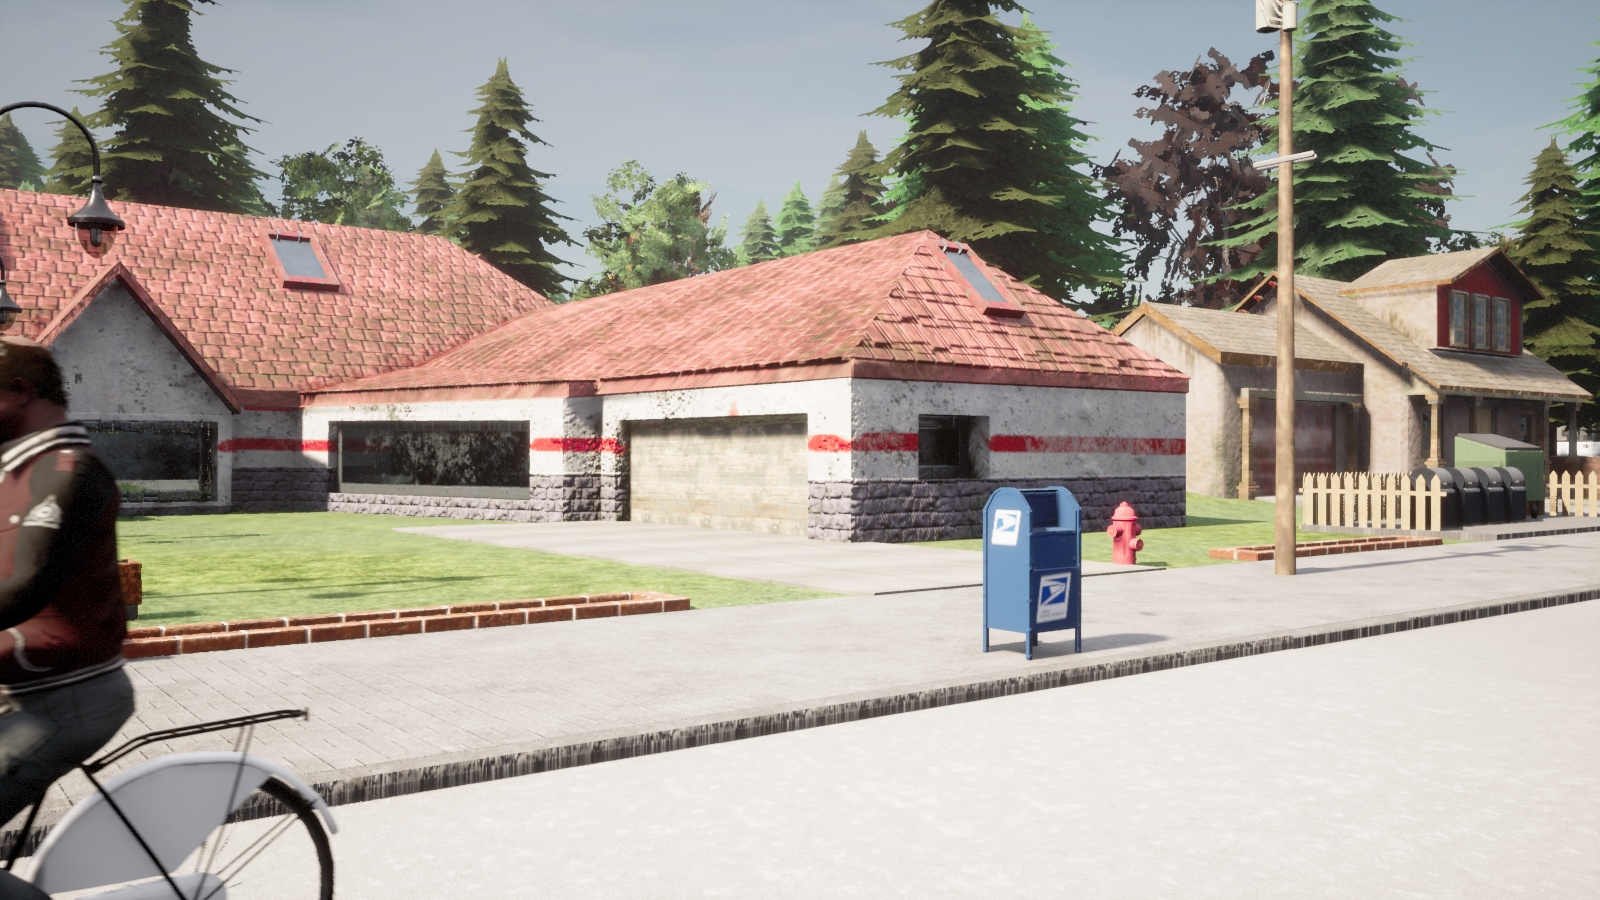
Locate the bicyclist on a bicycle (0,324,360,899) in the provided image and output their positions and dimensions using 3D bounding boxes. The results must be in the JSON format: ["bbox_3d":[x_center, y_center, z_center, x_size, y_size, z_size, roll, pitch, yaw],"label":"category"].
[{"bbox_3d":[-2.003,0.626,2.749,1.843,1.776,0.659,0,0,-37],"label":"bicyclist on a bicycle"}]

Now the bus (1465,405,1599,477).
[{"bbox_3d":[47.497,-0.542,77.922,3.944,4.253,10.273,0,0,-37],"label":"bus"}]
